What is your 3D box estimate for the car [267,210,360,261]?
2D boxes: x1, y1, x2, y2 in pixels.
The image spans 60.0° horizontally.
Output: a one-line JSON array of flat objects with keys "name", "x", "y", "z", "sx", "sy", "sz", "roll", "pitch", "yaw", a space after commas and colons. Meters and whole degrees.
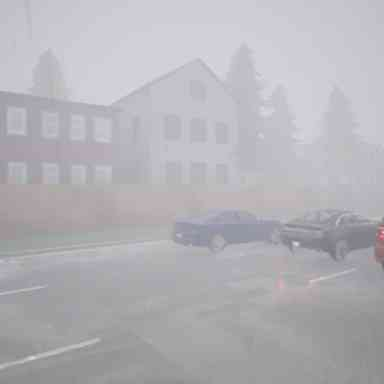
[{"name": "car", "x": 5.231, "y": 1.380, "z": 11.798, "sx": 4.902, "sy": 1.511, "sz": 2.128, "roll": -1, "pitch": 0, "yaw": -35}]

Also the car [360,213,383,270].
[{"name": "car", "x": 7.038, "y": 1.111, "z": 8.784, "sx": 5.566, "sy": 2.045, "sz": 2.150, "roll": -1, "pitch": 0, "yaw": -35}]

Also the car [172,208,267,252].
[{"name": "car", "x": 1.563, "y": 1.386, "z": 13.491, "sx": 5.008, "sy": 1.535, "sz": 1.882, "roll": -1, "pitch": 1, "yaw": -35}]
